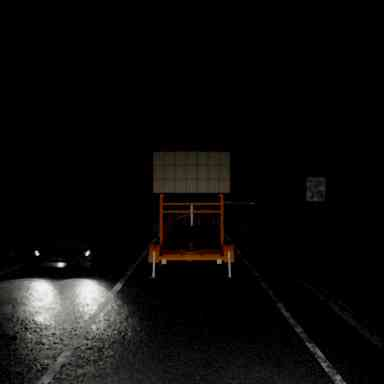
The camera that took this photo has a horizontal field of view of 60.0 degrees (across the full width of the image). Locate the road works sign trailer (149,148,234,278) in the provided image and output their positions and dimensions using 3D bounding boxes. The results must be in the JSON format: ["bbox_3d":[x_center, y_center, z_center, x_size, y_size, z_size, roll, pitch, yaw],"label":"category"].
[{"bbox_3d":[-0.011,0.467,10.114,2.380,3.560,2.880,0,0,0],"label":"road works sign trailer"}]

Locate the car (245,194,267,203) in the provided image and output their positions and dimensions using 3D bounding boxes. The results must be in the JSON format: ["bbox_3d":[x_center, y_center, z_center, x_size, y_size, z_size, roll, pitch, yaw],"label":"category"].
[{"bbox_3d":[12.323,1.216,63.911,5.008,1.535,1.882,-1,0,-37],"label":"car"}]

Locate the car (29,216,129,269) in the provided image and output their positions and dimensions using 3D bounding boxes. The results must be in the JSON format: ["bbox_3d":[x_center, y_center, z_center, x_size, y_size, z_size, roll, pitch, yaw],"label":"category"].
[{"bbox_3d":[-3.472,1.550,11.471,2.033,1.411,5.357,0,0,0],"label":"car"}]
